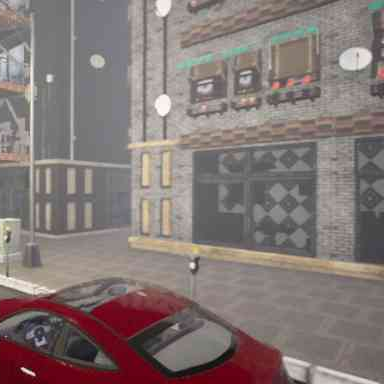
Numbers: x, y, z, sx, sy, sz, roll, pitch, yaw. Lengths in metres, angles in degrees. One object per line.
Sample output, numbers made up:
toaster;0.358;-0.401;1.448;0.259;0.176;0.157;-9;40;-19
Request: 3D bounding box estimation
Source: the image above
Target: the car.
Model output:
car;-1.068;1.600;3.472;4.206;1.307;1.802;0;1;36
